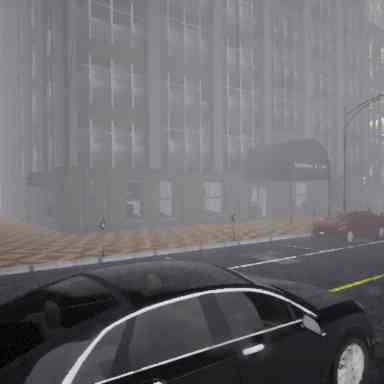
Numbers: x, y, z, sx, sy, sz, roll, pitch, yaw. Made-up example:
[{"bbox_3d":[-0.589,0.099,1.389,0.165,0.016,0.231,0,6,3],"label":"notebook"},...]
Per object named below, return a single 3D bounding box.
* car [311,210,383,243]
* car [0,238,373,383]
[{"bbox_3d":[7.474,1.542,15.764,4.507,1.381,1.887,0,-1,-35],"label":"car"},{"bbox_3d":[-0.036,1.506,3.408,4.892,1.490,1.837,-1,0,-35],"label":"car"}]
